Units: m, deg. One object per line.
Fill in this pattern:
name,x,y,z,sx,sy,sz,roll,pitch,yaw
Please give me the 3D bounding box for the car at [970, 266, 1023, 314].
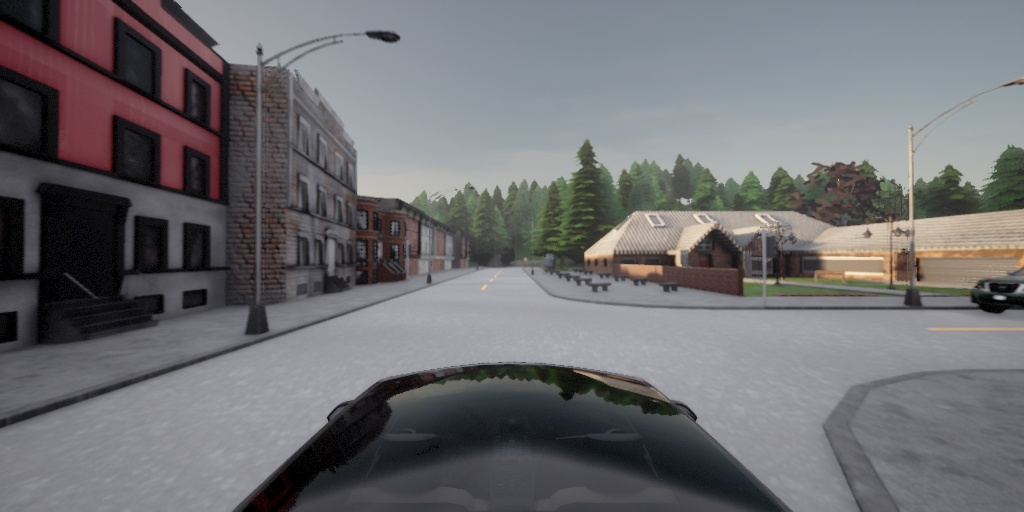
car,19.617,1.087,12.424,5.566,2.045,2.150,0,-1,0
